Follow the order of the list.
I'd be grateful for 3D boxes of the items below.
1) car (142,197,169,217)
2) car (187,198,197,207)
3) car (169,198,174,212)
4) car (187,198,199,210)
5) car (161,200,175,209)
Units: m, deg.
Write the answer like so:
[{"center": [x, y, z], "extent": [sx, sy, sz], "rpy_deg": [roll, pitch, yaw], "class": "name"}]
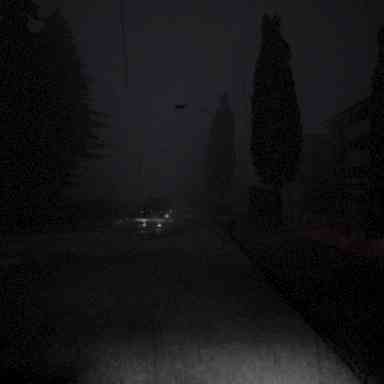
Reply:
[{"center": [-4.104, 1.616, 36.385], "extent": [2.150, 2.045, 5.566], "rpy_deg": [0, -1, 0], "class": "car"}, {"center": [0.019, 2.101, 68.733], "extent": [2.097, 1.767, 4.553], "rpy_deg": [-2, 0, 0], "class": "car"}, {"center": [-4.090, 1.729, 46.820], "extent": [2.150, 2.045, 5.566], "rpy_deg": [0, -1, 0], "class": "car"}, {"center": [0.122, 2.109, 51.912], "extent": [2.033, 1.411, 5.357], "rpy_deg": [0, -1, -1], "class": "car"}, {"center": [-4.034, 2.171, 57.519], "extent": [2.033, 1.411, 5.357], "rpy_deg": [0, -1, 0], "class": "car"}]
